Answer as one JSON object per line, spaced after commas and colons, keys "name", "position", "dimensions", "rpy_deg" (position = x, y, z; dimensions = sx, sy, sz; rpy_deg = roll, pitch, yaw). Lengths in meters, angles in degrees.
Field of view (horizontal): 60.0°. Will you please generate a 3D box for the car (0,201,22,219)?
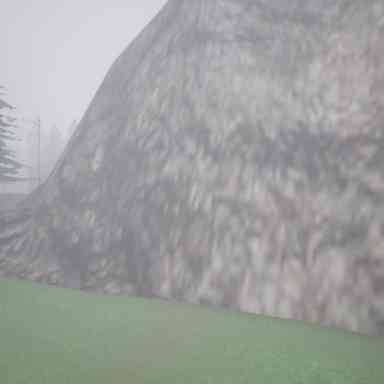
{"name": "car", "position": [-16.242, 1.491, 26.664], "dimensions": [2.128, 1.511, 4.902], "rpy_deg": [0, 0, 29]}
